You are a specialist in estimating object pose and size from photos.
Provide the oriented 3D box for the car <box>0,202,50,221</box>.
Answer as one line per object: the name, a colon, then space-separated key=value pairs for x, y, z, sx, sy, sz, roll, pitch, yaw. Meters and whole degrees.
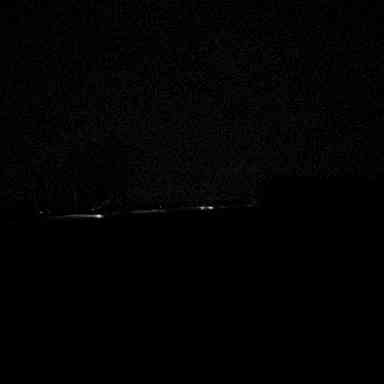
car: x=-14.144 y=1.539 z=26.418 sx=2.033 sy=1.411 sz=5.357 roll=-1 pitch=-1 yaw=34

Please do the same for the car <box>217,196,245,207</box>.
car: x=6.238 y=1.405 z=50.354 sx=1.882 sy=1.535 sz=5.008 roll=-1 pitch=-1 yaw=36

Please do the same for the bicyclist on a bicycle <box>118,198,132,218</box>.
bicyclist on a bicycle: x=-5.675 y=1.351 z=28.099 sx=1.656 sy=1.620 sz=0.582 roll=0 pitch=0 yaw=35

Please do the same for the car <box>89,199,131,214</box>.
car: x=-8.417 y=1.496 z=34.596 sx=1.812 sy=1.442 sz=4.674 roll=-1 pitch=-1 yaw=35

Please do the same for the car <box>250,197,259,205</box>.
car: x=11.933 y=1.477 z=58.536 sx=2.128 sy=1.511 sz=4.902 roll=-1 pitch=-1 yaw=35

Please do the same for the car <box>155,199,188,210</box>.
car: x=-2.655 y=1.558 z=42.752 sx=1.895 sy=1.301 sz=4.718 roll=-1 pitch=-1 yaw=35

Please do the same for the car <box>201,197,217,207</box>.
car: x=3.232 y=1.500 z=51.041 sx=1.812 sy=1.442 sz=4.674 roll=-1 pitch=-1 yaw=36
